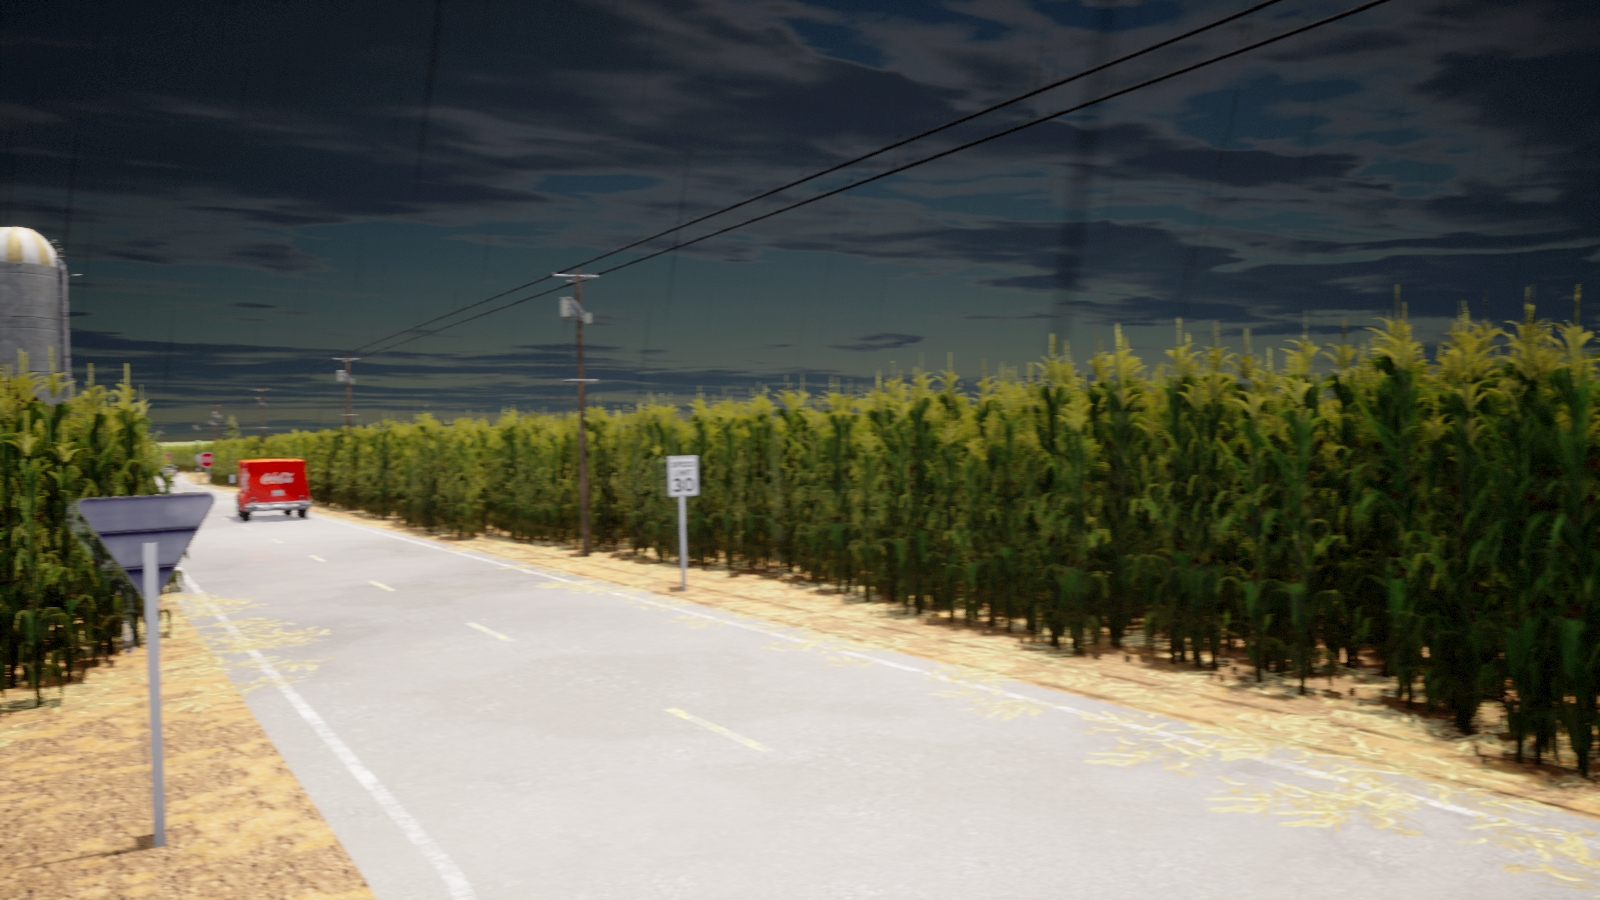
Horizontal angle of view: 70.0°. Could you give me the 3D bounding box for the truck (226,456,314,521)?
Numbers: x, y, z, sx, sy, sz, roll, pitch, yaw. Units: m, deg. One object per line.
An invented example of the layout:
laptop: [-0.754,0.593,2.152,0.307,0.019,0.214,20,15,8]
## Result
truck: [-22.407,1.543,48.202,2.627,2.467,5.204,-2,1,-32]
